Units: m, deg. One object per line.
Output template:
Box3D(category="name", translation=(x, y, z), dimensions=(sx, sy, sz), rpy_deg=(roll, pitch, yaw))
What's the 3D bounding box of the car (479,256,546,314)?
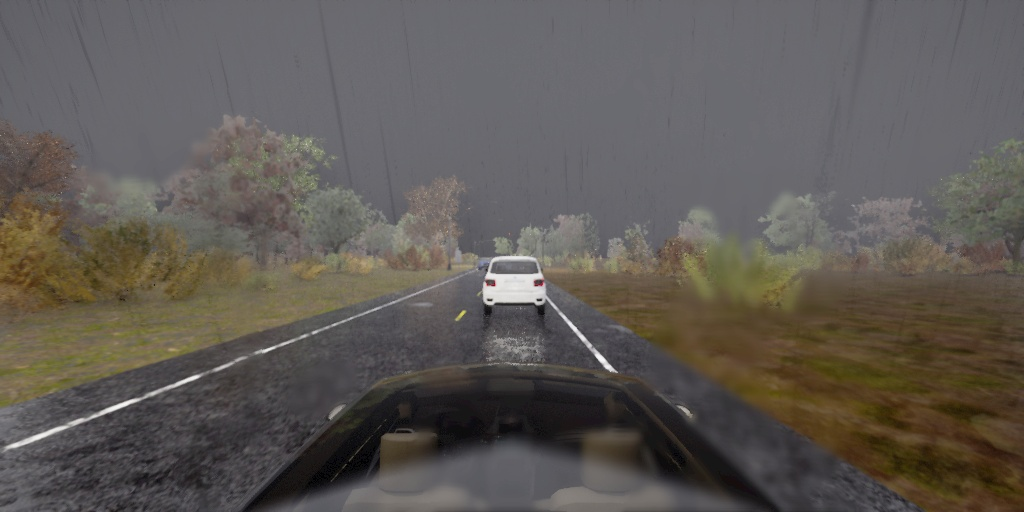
Box3D(category="car", translation=(0.077, 1.033, 14.245), dimensions=(2.150, 2.045, 5.566), rpy_deg=(0, 0, 0))
